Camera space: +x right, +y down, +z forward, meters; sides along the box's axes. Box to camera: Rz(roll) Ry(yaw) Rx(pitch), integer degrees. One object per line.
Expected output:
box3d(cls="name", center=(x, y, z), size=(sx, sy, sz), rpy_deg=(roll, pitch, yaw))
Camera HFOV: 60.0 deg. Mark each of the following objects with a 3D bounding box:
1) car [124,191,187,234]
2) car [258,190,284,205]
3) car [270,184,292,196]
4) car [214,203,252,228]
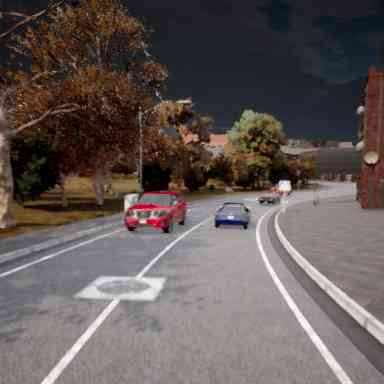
box3d(cls="car", center=(-1.740, 0.979, 18.081), size=(2.150, 2.045, 5.566), rpy_deg=(1, 1, 11))
box3d(cls="car", center=(9.475, 0.838, 40.108), size=(1.895, 1.301, 4.718), rpy_deg=(3, 3, 26))
box3d(cls="car", center=(15.096, -0.364, 56.503), size=(2.150, 2.045, 5.566), rpy_deg=(4, 4, 36))
box3d(cls="car", center=(2.605, 1.341, 20.545), size=(1.994, 1.385, 4.181), rpy_deg=(1, 1, 13))
